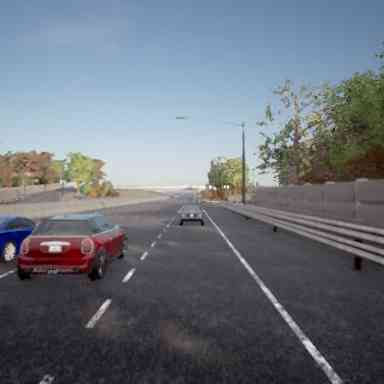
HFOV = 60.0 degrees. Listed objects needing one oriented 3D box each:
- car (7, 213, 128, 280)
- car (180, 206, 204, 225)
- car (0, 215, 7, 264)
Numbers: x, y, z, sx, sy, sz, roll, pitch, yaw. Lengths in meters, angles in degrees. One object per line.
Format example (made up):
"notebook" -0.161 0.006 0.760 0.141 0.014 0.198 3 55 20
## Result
"car" -3.407 1.443 10.402 2.097 1.767 4.553 0 -1 0
"car" -0.016 1.793 26.644 2.033 1.411 5.357 0 -1 0
"car" -6.905 1.585 12.344 1.882 1.535 5.008 0 -1 0
